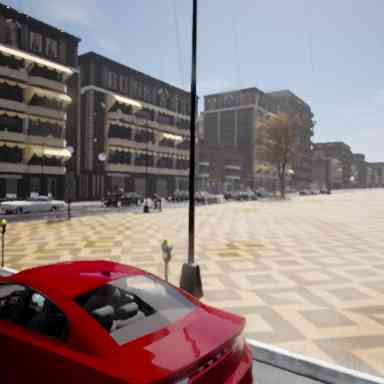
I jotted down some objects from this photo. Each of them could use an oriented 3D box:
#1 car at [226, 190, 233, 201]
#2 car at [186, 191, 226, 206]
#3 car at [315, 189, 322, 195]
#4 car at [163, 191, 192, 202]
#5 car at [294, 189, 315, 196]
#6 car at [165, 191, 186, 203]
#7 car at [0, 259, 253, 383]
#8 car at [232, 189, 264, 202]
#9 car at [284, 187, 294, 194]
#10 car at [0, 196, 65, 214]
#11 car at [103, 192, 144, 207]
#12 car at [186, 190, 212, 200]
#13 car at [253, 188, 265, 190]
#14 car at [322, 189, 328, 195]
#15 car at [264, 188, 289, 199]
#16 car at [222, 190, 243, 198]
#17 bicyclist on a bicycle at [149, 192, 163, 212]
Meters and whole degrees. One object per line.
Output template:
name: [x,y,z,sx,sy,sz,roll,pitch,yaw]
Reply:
car: [6.558,0.565,50.010,2.033,1.411,5.357,1,2,35]
car: [1.654,0.815,38.316,2.008,1.369,4.403,2,2,35]
car: [27.084,0.120,74.896,2.008,1.369,4.403,2,2,35]
car: [-2.048,0.579,47.670,1.947,1.339,4.313,2,2,35]
car: [23.906,0.206,70.325,2.008,1.369,4.403,2,2,35]
car: [-1.408,0.596,44.049,2.128,1.511,4.902,1,2,35]
car: [-1.518,1.505,3.955,4.507,1.381,1.887,1,1,36]
car: [8.011,0.640,47.461,2.008,1.369,4.403,2,2,35]
car: [23.387,-0.366,84.242,2.192,1.841,5.009,2,2,35]
car: [-13.037,1.028,27.350,1.895,1.301,4.718,1,2,35]
car: [-7.292,0.772,35.605,1.837,1.490,4.892,1,2,35]
car: [1.131,0.476,52.243,2.008,1.369,4.403,2,2,35]
car: [12.432,0.402,58.551,2.033,1.411,5.357,1,2,35]
car: [33.444,-0.163,84.038,1.967,1.590,4.097,2,2,35]
car: [14.467,0.437,56.746,1.752,1.417,4.829,2,2,35]
car: [7.489,0.317,61.388,1.947,1.339,4.313,2,2,35]
bicyclist on a bicycle: [-2.932,0.817,26.567,1.656,1.620,0.582,1,1,35]
